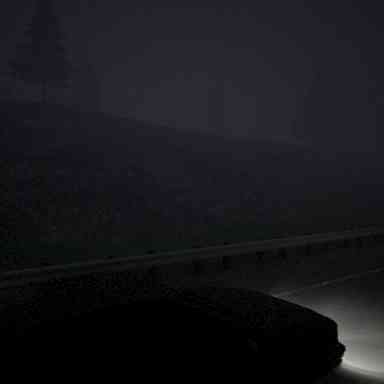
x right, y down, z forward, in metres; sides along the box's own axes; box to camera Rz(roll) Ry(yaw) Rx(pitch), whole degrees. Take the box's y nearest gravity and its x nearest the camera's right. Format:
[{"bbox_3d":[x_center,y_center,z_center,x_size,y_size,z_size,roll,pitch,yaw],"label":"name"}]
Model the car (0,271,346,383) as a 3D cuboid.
[{"bbox_3d":[-0.829,1.547,3.115,5.357,1.411,2.033,0,0,-35],"label":"car"}]
